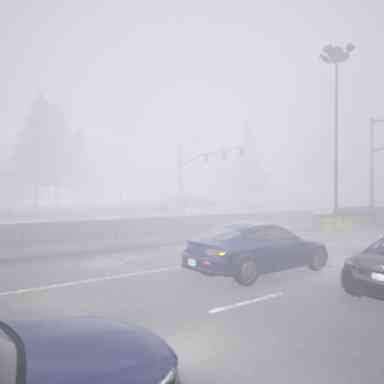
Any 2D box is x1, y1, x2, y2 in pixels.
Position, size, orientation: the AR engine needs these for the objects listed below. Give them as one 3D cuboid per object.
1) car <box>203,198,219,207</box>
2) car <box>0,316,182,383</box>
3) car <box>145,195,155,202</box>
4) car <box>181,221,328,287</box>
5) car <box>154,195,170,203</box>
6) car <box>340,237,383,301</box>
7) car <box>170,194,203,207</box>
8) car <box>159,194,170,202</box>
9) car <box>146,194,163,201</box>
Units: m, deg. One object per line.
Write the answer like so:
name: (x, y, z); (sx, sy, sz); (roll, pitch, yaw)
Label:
car: (2.378, 1.697, 55.230); (2.033, 1.411, 5.357); (0, 0, -29)
car: (-2.211, 1.523, 2.137); (4.674, 1.442, 1.812); (1, 0, -36)
car: (-10.297, 1.525, 81.792); (2.097, 1.767, 4.553); (0, 0, -11)
car: (1.875, 1.556, 9.390); (4.674, 1.442, 1.812); (1, 0, -35)
car: (-5.139, 1.742, 62.995); (1.895, 1.301, 4.718); (0, 0, -22)
car: (5.229, 1.602, 7.489); (4.181, 1.385, 1.994); (0, 0, -35)
car: (-0.978, 1.356, 54.174); (2.150, 2.045, 5.566); (0, 0, -28)
car: (-6.994, 1.412, 83.326); (2.150, 2.045, 5.566); (0, 0, -11)
car: (-8.221, 1.693, 72.103); (2.033, 1.411, 5.357); (0, 0, -18)
